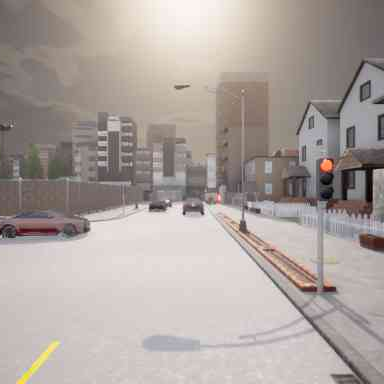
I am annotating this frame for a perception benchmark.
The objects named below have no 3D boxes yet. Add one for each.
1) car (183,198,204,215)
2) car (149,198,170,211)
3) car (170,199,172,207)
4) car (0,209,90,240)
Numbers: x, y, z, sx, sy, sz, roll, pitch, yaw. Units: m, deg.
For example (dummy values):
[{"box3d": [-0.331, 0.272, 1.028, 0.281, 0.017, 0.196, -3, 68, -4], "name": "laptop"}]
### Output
[{"box3d": [0.118, 1.363, 34.784, 2.097, 1.767, 4.553, 0, 0, 0], "name": "car"}, {"box3d": [-4.103, 1.614, 40.500, 1.895, 1.301, 4.718, 0, 0, 0], "name": "car"}, {"box3d": [-4.092, 1.580, 50.569, 1.994, 1.385, 4.181, 0, 0, 0], "name": "car"}, {"box3d": [-7.351, 1.570, 16.833, 4.181, 1.385, 1.994, 0, 0, -7], "name": "car"}]
